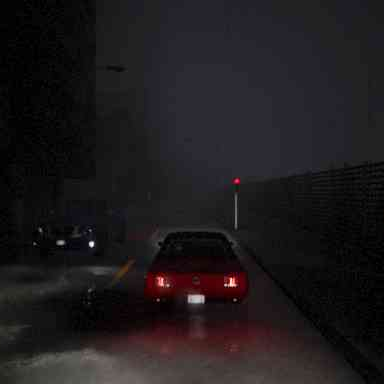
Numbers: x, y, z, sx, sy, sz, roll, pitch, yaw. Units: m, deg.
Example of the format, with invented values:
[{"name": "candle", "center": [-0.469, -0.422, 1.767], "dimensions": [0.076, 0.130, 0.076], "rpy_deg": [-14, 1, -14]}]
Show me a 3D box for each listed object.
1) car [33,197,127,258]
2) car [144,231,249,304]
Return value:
[{"name": "car", "center": [-4.067, 1.236, 13.125], "dimensions": [2.150, 2.045, 5.566], "rpy_deg": [0, 0, 0]}, {"name": "car", "center": [0.089, 1.608, 8.105], "dimensions": [1.895, 1.301, 4.718], "rpy_deg": [0, 0, 0]}]
